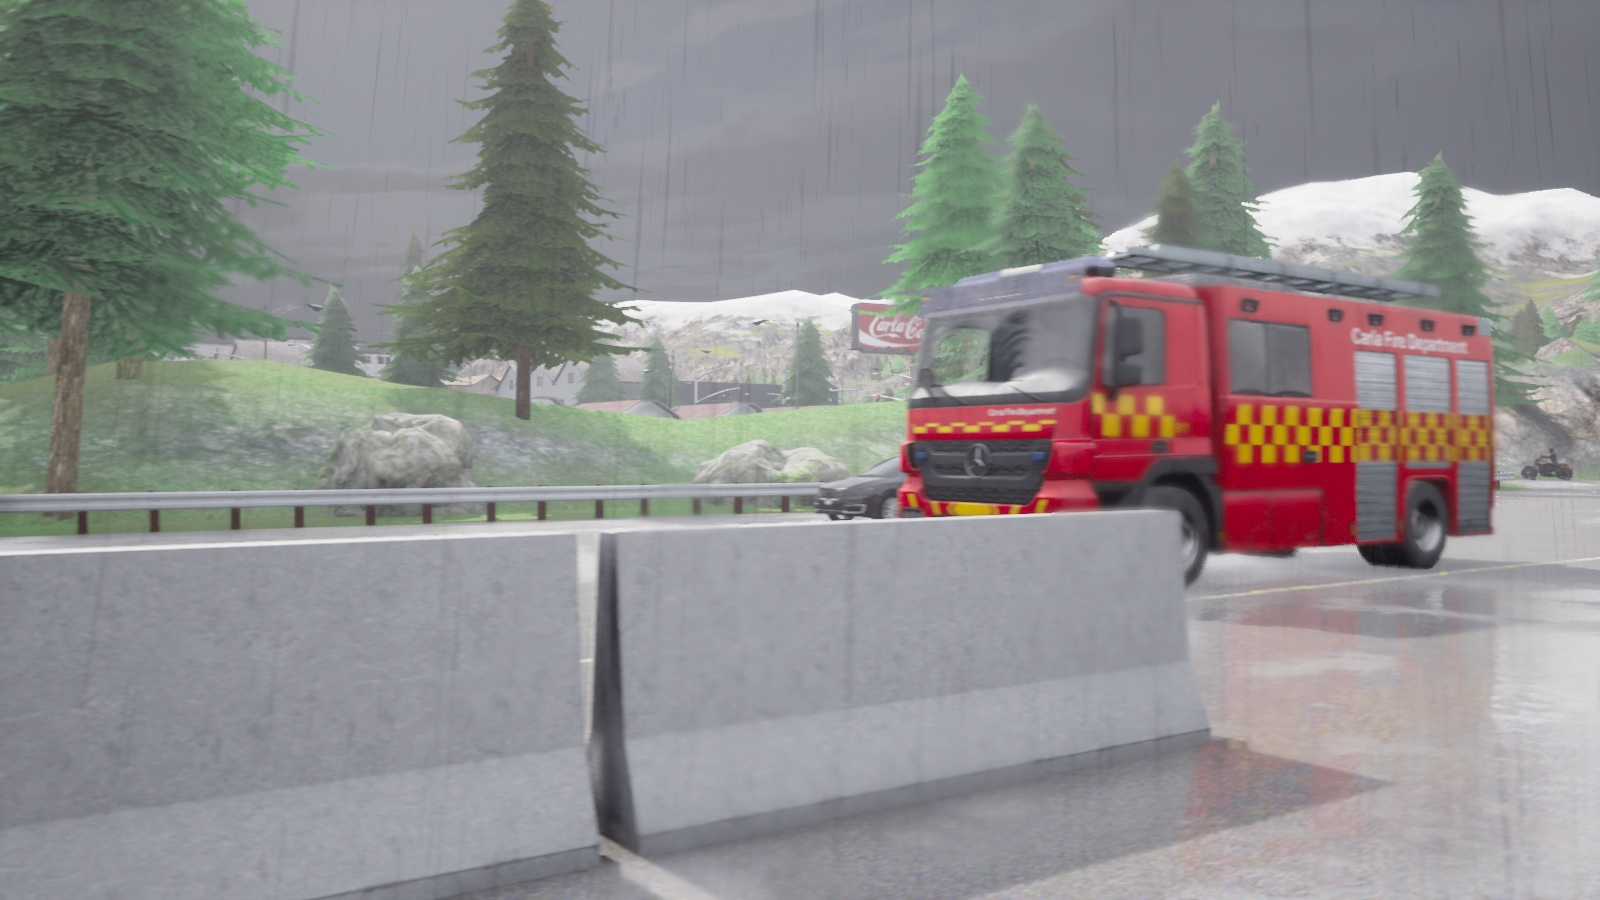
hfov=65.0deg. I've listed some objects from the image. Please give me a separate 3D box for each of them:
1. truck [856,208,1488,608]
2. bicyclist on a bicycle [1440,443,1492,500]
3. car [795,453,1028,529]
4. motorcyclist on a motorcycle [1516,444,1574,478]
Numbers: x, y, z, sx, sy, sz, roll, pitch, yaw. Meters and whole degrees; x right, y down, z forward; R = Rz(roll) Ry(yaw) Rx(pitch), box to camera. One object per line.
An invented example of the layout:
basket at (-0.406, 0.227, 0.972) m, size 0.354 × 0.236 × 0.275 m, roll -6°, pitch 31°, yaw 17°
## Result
truck at (4.939, -0.394, 15.626) m, size 8.468 × 3.827 × 2.891 m, roll 0°, pitch 0°, yaw -35°
bicyclist on a bicycle at (21.006, 0.662, 39.600) m, size 1.843 × 1.776 × 0.659 m, roll 0°, pitch 0°, yaw -35°
car at (2.433, 0.807, 26.675) m, size 4.892 × 1.490 × 1.837 m, roll 0°, pitch 0°, yaw -35°
motorcyclist on a motorcycle at (36.562, 0.555, 61.662) m, size 0.766 × 1.649 × 2.350 m, roll 0°, pitch 0°, yaw -35°
